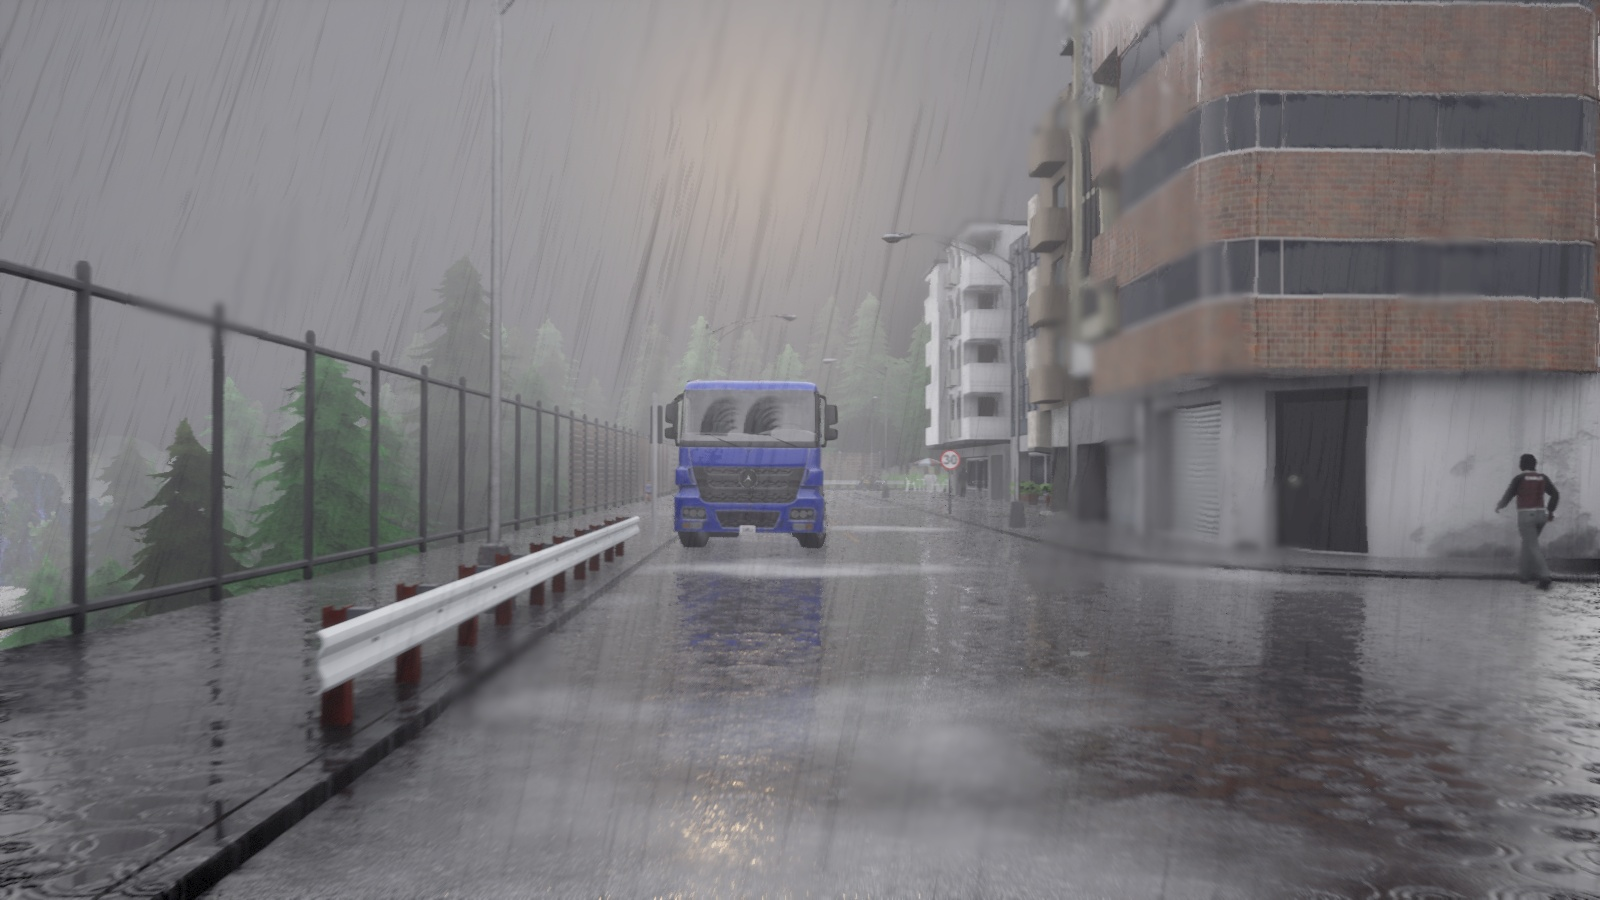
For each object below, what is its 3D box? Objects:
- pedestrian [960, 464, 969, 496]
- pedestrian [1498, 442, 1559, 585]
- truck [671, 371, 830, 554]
[{"bbox_3d":[9.538,1.723,72.802,0.370,1.835,0.726,0,-1,-1],"label":"pedestrian"},{"bbox_3d":[10.063,0.867,17.361,0.402,1.930,0.666,0,-1,-5],"label":"pedestrian"},{"bbox_3d":[-0.845,0.301,27.762,2.891,3.462,7.936,0,-1,2],"label":"truck"}]
